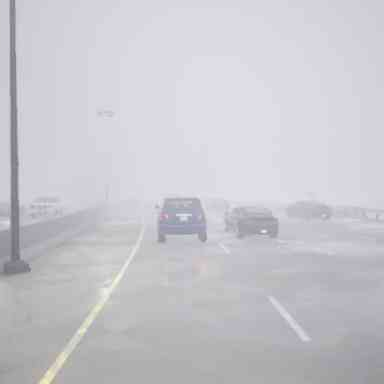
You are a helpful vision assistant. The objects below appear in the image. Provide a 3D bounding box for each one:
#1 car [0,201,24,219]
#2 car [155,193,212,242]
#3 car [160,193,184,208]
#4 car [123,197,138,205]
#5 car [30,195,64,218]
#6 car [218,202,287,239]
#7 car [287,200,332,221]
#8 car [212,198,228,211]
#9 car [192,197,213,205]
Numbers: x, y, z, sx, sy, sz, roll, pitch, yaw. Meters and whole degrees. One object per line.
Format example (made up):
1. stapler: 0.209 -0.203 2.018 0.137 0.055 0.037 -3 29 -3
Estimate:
1. car: -17.298 1.633 31.047 1.882 1.535 5.008 -1 0 -11
2. car: -0.633 1.208 16.496 2.150 2.045 5.566 0 0 -6
3. car: -3.031 1.196 48.151 2.150 2.045 5.566 0 0 -18
4. car: -11.414 1.599 61.467 2.033 1.411 5.357 -1 0 -23
5. car: -14.019 1.339 32.477 2.150 2.045 5.566 -1 0 -12
6. car: 2.869 1.452 16.977 1.837 1.490 4.892 1 0 -7
7. car: 8.812 1.375 25.616 1.837 1.490 4.892 0 0 -9
8. car: 2.856 1.411 38.710 2.128 1.511 4.902 0 0 -14
9. car: 1.739 1.511 56.705 1.895 1.301 4.718 -1 0 -20
